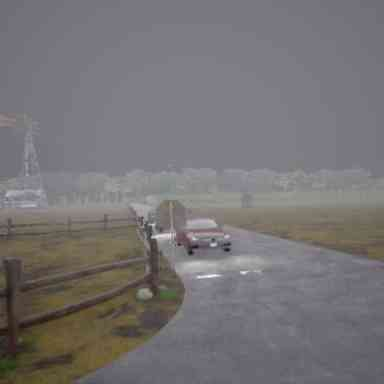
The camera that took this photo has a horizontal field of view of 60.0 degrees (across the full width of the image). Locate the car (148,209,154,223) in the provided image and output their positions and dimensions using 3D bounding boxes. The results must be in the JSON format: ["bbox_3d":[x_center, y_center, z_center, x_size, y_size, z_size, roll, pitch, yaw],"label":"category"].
[{"bbox_3d":[-3.730,2.490,35.742,2.033,1.411,5.357,-3,-1,-11],"label":"car"}]

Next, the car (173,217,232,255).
[{"bbox_3d":[0.362,1.911,15.532,1.812,1.442,4.674,-3,-1,-12],"label":"car"}]

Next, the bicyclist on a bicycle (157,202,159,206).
[{"bbox_3d":[-7.397,3.042,72.250,0.866,1.612,1.509,-3,-1,-11],"label":"bicyclist on a bicycle"}]

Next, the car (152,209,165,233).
[{"bbox_3d":[-1.645,2.223,25.318,1.994,1.385,4.181,-3,-1,-11],"label":"car"}]
